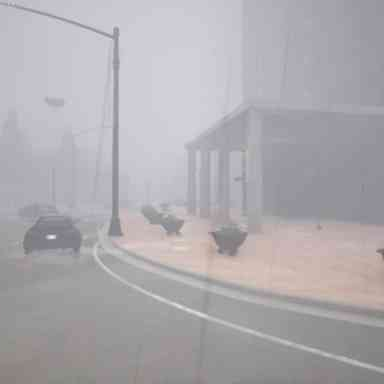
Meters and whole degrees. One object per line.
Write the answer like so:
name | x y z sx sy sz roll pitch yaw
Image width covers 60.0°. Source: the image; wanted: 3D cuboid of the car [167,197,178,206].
car | -2.842 1.733 61.149 1.882 1.535 5.008 0 0 28

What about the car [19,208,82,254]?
car | -5.660 1.597 13.901 1.994 1.385 4.181 0 0 -17

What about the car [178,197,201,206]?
car | 0.002 1.738 58.766 1.882 1.535 5.008 0 0 28

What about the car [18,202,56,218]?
car | -12.643 1.544 27.162 2.128 1.511 4.902 1 0 -45

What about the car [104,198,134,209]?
car | -10.343 1.658 47.324 1.837 1.490 4.892 0 0 31
